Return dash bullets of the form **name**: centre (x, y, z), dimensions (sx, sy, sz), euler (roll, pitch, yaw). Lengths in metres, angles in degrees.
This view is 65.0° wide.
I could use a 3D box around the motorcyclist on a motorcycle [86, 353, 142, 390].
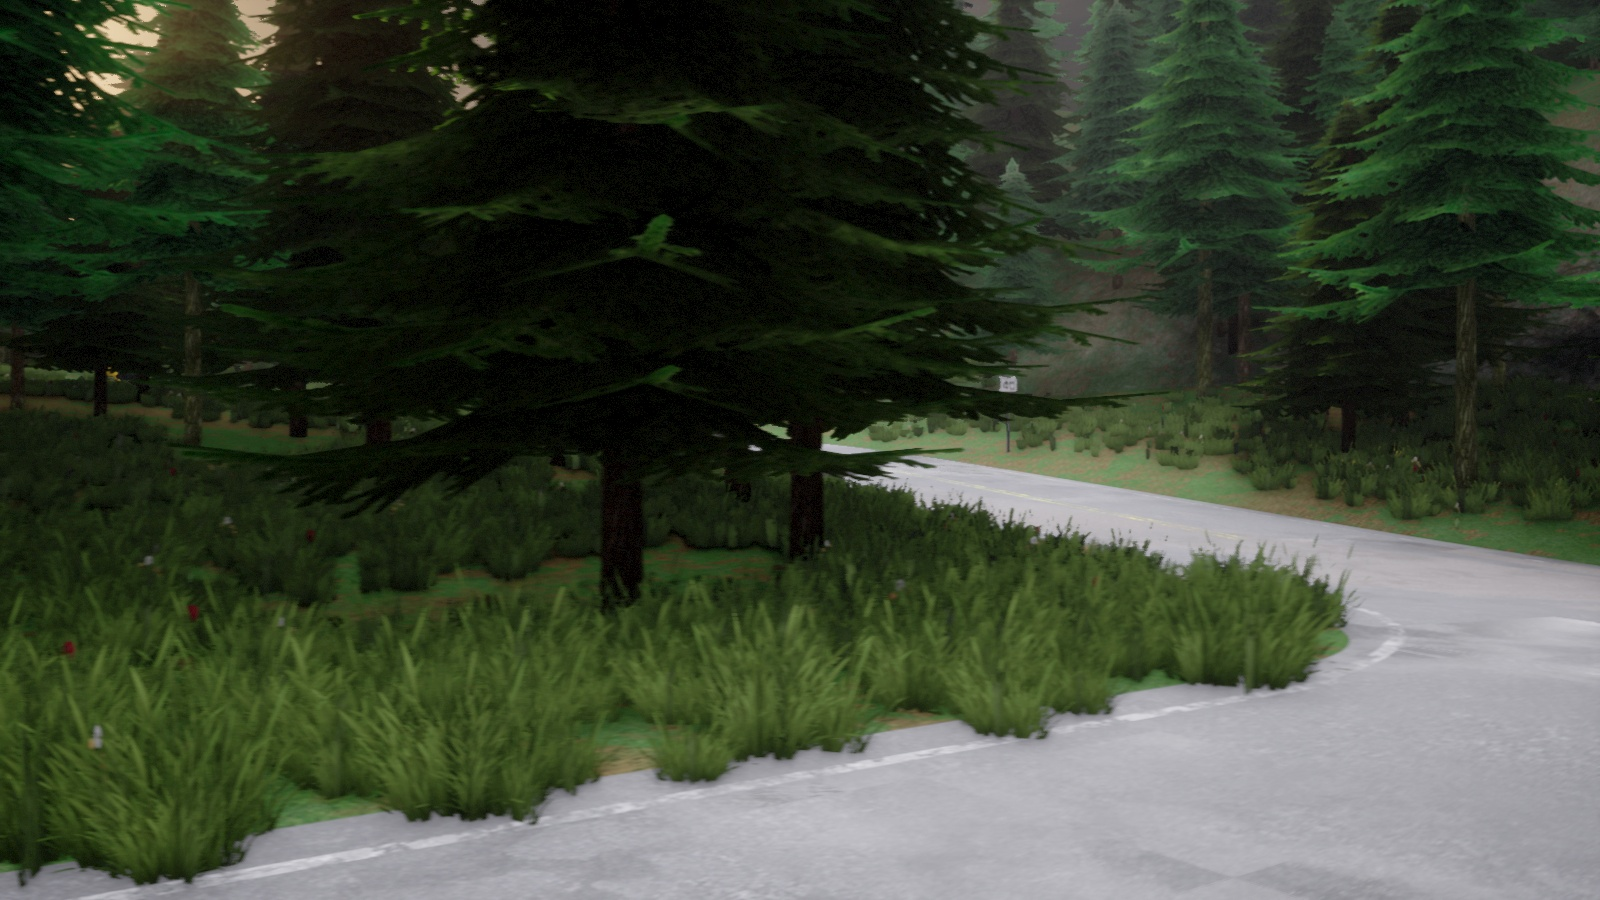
- **motorcyclist on a motorcycle**: centre (-31.968, -3.632, 58.511), dimensions (2.044, 1.523, 0.797), euler (4, 0, -4)
